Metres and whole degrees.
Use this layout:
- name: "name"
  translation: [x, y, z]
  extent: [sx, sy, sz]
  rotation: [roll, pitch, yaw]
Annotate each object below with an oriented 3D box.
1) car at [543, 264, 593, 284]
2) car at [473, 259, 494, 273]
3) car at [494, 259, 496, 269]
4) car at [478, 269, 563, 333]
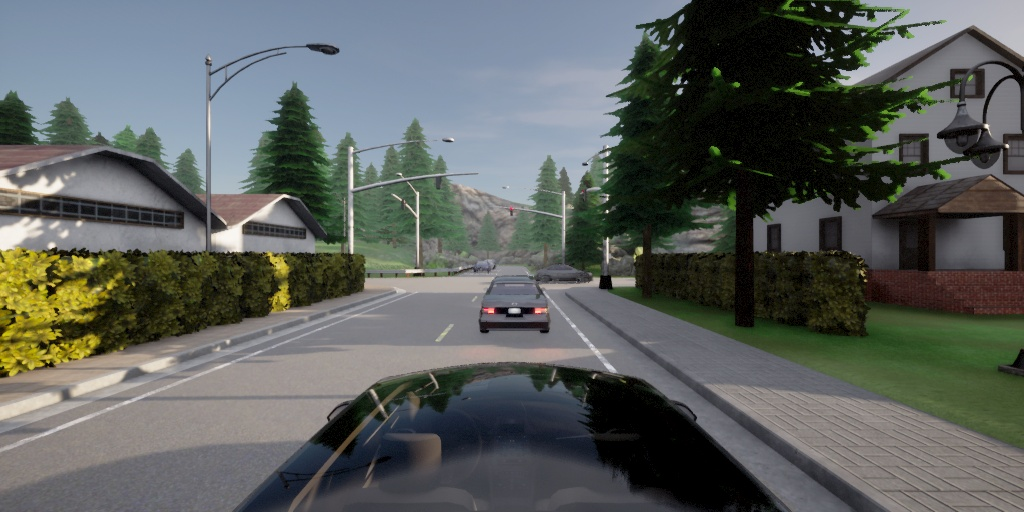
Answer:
- name: "car"
  translation: [3.747, 1.302, 26.151]
  extent: [4.181, 1.385, 1.994]
  rotation: [0, 0, 0]
- name: "car"
  translation: [-3.573, 1.276, 43.609]
  extent: [1.812, 1.442, 4.674]
  rotation: [0, 0, 0]
- name: "car"
  translation: [-3.568, 1.276, 53.627]
  extent: [1.812, 1.442, 4.674]
  rotation: [0, 0, 0]
- name: "car"
  translation: [0.075, 1.297, 10.692]
  extent: [2.033, 1.411, 5.357]
  rotation: [0, 0, 0]
